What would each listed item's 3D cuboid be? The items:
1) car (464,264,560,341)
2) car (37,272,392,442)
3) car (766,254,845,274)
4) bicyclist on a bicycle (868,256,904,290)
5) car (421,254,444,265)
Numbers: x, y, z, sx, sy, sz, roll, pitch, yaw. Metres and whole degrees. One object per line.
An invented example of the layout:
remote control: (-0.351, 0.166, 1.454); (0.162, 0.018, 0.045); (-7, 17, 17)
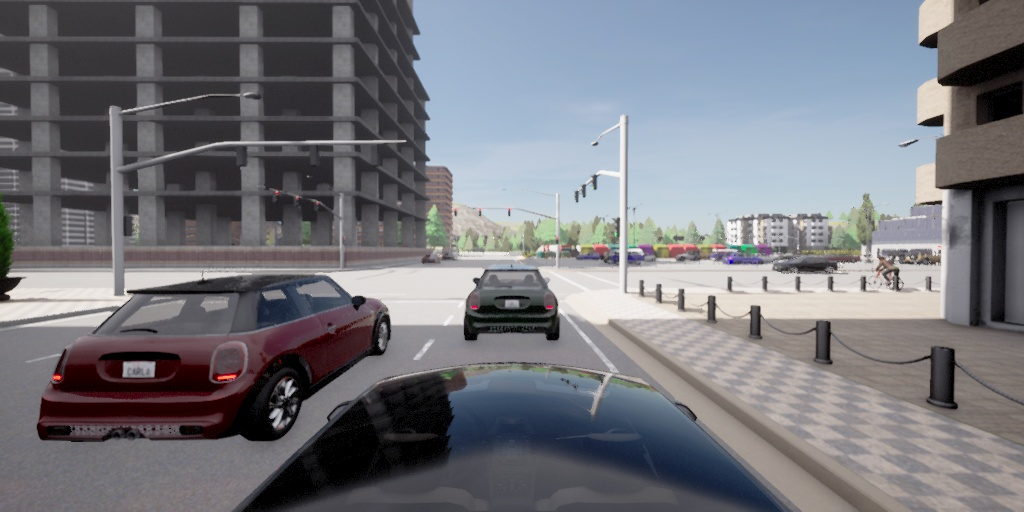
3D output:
car: (-0.020, 0.974, 9.595); (2.097, 1.767, 4.553); (0, 1, -1)
car: (-3.483, 1.041, 5.462); (2.097, 1.767, 4.553); (0, 1, 0)
car: (26.002, 0.793, 31.903); (5.008, 1.535, 1.882); (0, 1, 0)
bicyclist on a bicycle: (18.070, 0.852, 17.363); (0.582, 1.620, 1.656); (0, 1, 0)
car: (-11.414, 0.433, 50.705); (1.882, 1.535, 5.008); (0, 1, 0)
